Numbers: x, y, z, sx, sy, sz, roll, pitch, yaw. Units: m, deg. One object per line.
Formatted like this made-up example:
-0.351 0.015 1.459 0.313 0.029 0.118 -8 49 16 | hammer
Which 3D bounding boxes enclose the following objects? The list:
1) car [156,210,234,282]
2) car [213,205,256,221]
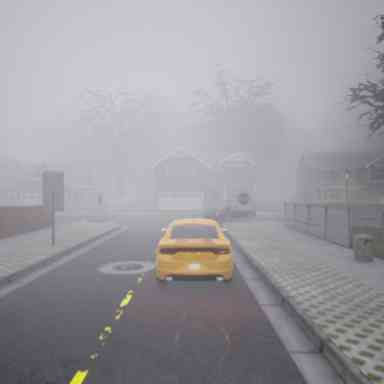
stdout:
0.065 1.529 9.934 1.882 1.535 5.008 0 0 0 | car
3.110 1.730 26.807 4.718 1.301 1.895 0 0 -44 | car
